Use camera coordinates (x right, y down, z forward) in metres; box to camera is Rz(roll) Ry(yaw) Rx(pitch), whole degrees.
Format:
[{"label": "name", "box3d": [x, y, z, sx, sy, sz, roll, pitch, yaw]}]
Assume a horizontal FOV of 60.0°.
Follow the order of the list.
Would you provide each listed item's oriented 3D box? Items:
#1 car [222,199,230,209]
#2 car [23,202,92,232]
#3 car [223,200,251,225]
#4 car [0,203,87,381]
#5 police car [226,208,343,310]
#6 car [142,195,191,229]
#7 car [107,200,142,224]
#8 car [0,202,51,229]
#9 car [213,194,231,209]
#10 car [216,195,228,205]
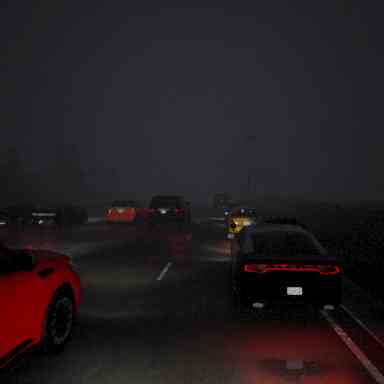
[{"label": "car", "box3d": [3.284, 1.505, 23.878, 1.837, 1.490, 4.892, 0, 0, 5]}, {"label": "car", "box3d": [-8.421, 1.492, 21.420, 2.128, 1.511, 4.902, 0, 0, 5]}, {"label": "car", "box3d": [2.783, 1.455, 18.090, 1.801, 1.575, 5.366, 0, 0, 5]}, {"label": "car", "box3d": [-2.990, 1.223, 2.949, 2.150, 2.045, 5.566, 0, 0, 4]}, {"label": "police car", "box3d": [1.913, 1.425, 8.047, 1.930, 1.638, 5.238, 0, 0, 5]}, {"label": "car", "box3d": [-1.378, 1.221, 21.620, 2.150, 2.045, 5.566, 0, 0, 5]}, {"label": "car", "box3d": [-4.628, 1.351, 24.655, 2.097, 1.767, 4.553, 0, 0, 5]}, {"label": "car", "box3d": [-11.808, 1.505, 22.879, 1.837, 1.490, 4.892, 0, 0, 5]}, {"label": "car", "box3d": [3.975, 1.220, 44.013, 2.150, 2.045, 5.566, 0, 0, 5]}, {"label": "car", "box3d": [5.222, 1.351, 58.413, 2.097, 1.767, 4.553, 0, 0, 5]}]
